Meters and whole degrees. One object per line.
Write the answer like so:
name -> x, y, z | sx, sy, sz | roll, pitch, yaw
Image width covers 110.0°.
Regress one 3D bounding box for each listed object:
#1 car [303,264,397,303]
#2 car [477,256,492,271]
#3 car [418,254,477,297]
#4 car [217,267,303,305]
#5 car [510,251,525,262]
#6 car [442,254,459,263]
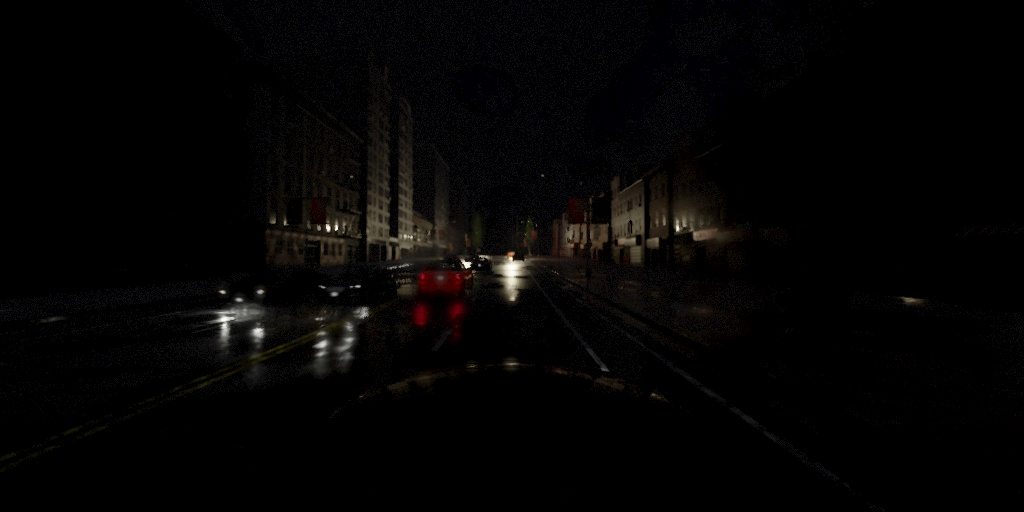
car -> -6.603, 1.132, 15.772 | 2.128, 1.511, 4.902 | 0, 1, 0
car -> -3.163, 0.821, 37.066 | 1.994, 1.385, 4.181 | 0, 1, 0
car -> -3.156, 0.965, 17.949 | 2.097, 1.767, 4.553 | 0, 1, 0
car -> -9.855, 1.190, 15.622 | 2.033, 1.411, 5.357 | 0, 1, 0
car -> 1.115, 0.073, 62.812 | 2.097, 1.767, 4.553 | 0, 1, 0
car -> -9.813, 0.359, 57.580 | 1.812, 1.442, 4.674 | 0, 1, 0
